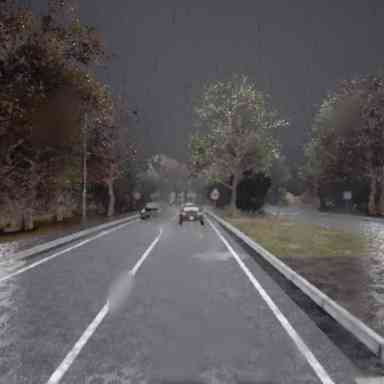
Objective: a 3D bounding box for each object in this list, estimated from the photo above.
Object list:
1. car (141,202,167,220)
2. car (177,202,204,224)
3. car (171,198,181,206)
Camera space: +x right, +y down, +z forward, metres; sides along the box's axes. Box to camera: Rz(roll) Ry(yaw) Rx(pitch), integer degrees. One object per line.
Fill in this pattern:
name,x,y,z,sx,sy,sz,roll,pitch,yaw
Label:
car,-3.516,1.688,31.234,2.097,1.767,4.553,0,-1,0
car,-0.049,1.761,26.449,1.812,1.442,4.674,0,-1,0
car,-3.452,2.053,71.873,2.097,1.767,4.553,0,0,1
